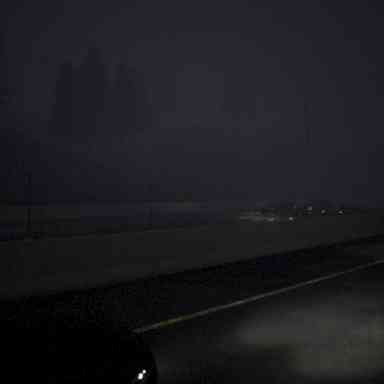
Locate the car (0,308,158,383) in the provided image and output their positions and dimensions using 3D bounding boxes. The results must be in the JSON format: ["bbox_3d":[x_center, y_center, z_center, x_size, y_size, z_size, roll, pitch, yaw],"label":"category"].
[{"bbox_3d":[-2.520,1.495,2.050,4.902,1.511,2.128,0,0,-35],"label":"car"}]

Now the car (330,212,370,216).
[{"bbox_3d":[12.554,1.650,27.185,4.718,1.301,1.895,0,0,-38],"label":"car"}]
